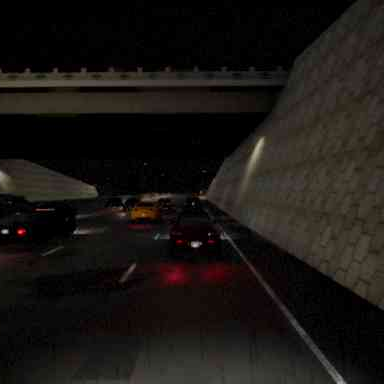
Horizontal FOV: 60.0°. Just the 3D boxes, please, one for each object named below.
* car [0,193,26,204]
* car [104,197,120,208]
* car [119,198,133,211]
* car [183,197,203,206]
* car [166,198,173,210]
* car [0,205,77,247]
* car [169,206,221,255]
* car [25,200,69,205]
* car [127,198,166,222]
[{"bbox_3d":[-21.015,1.277,38.765,2.097,1.767,4.553,0,0,1],"label":"car"},{"bbox_3d":[-10.431,1.440,45.017,1.812,1.442,4.674,0,0,0],"label":"car"},{"bbox_3d":[-6.985,1.450,39.699,1.812,1.442,4.674,0,0,0],"label":"car"},{"bbox_3d":[0.110,1.283,35.874,2.097,1.767,4.553,0,0,0],"label":"car"},{"bbox_3d":[-3.457,1.468,42.156,2.033,1.411,5.357,0,0,1],"label":"car"},{"bbox_3d":[-6.895,1.519,14.804,2.033,1.411,5.357,0,0,0],"label":"car"},{"bbox_3d":[0.103,1.501,12.986,1.812,1.442,4.674,0,0,0],"label":"car"},{"bbox_3d":[-10.393,1.441,25.503,2.128,1.511,4.902,0,0,0],"label":"car"},{"bbox_3d":[-3.392,1.429,25.611,1.882,1.535,5.008,0,0,0],"label":"car"}]
